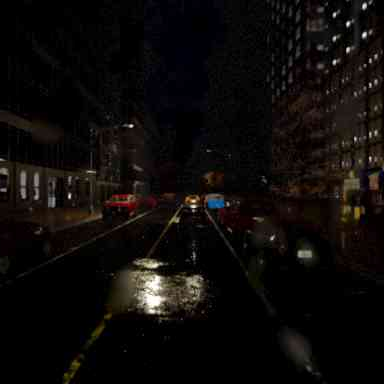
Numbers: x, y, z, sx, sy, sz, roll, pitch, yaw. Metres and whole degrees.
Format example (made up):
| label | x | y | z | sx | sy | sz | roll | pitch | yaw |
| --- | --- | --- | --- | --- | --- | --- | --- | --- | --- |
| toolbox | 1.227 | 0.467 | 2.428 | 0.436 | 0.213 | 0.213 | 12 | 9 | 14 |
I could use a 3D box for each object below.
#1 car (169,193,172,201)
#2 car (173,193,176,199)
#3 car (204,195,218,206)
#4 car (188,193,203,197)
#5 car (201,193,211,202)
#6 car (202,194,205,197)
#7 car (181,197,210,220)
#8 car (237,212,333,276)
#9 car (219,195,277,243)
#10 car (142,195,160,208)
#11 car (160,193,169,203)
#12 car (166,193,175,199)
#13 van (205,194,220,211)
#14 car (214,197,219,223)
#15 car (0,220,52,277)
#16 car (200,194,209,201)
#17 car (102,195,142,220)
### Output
| label | x | y | z | sx | sy | sz | roll | pitch | yaw |
| --- | --- | --- | --- | --- | --- | --- | --- | --- | --- |
| car | -5.654 | 1.093 | 65.426 | 1.967 | 1.590 | 4.097 | 0 | 0 | 0 |
| car | -5.646 | 1.108 | 82.044 | 1.887 | 1.381 | 4.507 | 0 | 0 | 0 |
| car | 2.718 | 1.265 | 48.976 | 1.752 | 1.417 | 4.829 | 0 | 0 | 0 |
| car | 0.122 | 1.243 | 44.266 | 1.882 | 1.535 | 5.008 | 0 | 0 | 0 |
| car | 2.727 | 1.092 | 65.423 | 1.967 | 1.590 | 4.097 | 0 | 0 | 0 |
| car | 2.716 | 1.211 | 43.266 | 1.967 | 1.590 | 4.097 | 0 | 0 | 0 |
| car | 0.114 | 1.405 | 26.800 | 2.033 | 1.411 | 5.357 | 0 | 0 | 0 |
| car | 2.699 | 1.513 | 10.032 | 1.947 | 1.339 | 4.313 | 0 | 0 | 0 |
| car | 2.703 | 1.232 | 15.569 | 2.192 | 1.841 | 5.009 | 0 | 0 | 0 |
| car | -5.665 | 1.315 | 43.271 | 1.887 | 1.381 | 4.507 | 0 | 0 | 0 |
| car | -5.657 | 1.227 | 59.888 | 1.887 | 1.381 | 4.507 | 0 | 0 | 0 |
| car | -5.643 | 0.974 | 87.584 | 1.967 | 1.590 | 4.097 | 0 | 0 | 0 |
| van | 2.714 | 1.141 | 37.726 | 1.690 | 1.788 | 3.998 | 0 | 0 | 0 |
| car | 2.705 | 1.328 | 21.109 | 1.967 | 1.590 | 4.097 | 0 | 0 | 0 |
| car | -5.681 | 1.529 | 10.035 | 1.802 | 1.307 | 4.206 | 0 | 0 | 0 |
| car | 2.729 | 1.147 | 71.132 | 1.752 | 1.417 | 4.829 | 0 | 0 | 0 |
| car | -5.672 | 1.174 | 26.651 | 2.192 | 1.841 | 5.009 | 0 | 0 | 0 |
